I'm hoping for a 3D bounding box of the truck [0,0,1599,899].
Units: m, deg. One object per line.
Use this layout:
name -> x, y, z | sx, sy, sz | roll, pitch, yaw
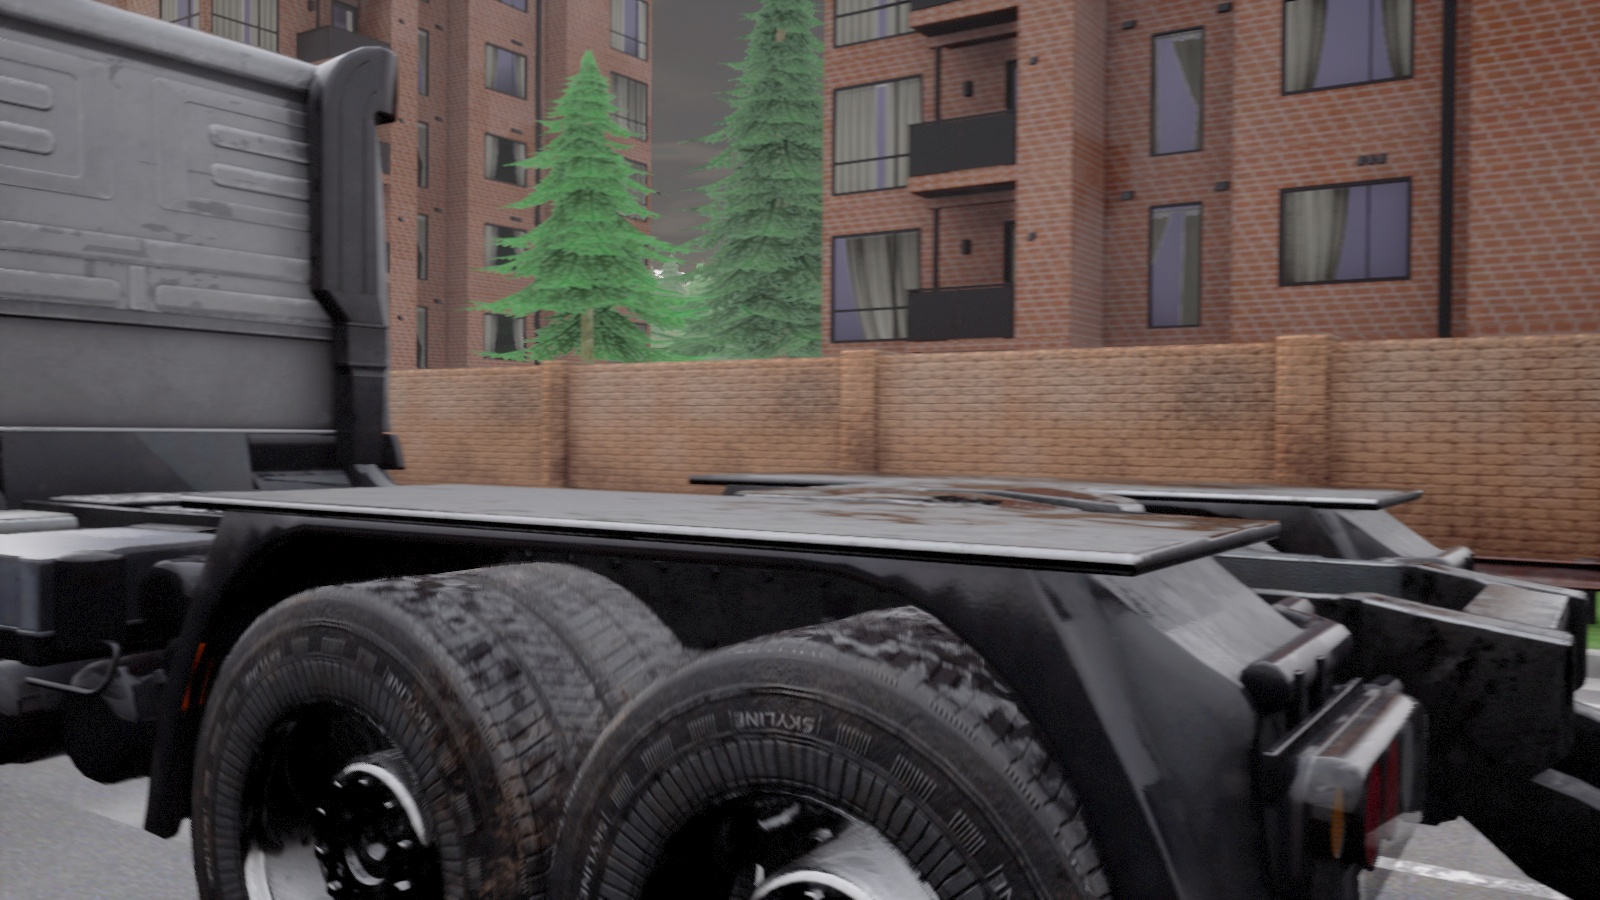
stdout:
truck -> -1.425, -0.300, 4.551 | 7.936, 3.462, 2.891 | 0, 1, 34
